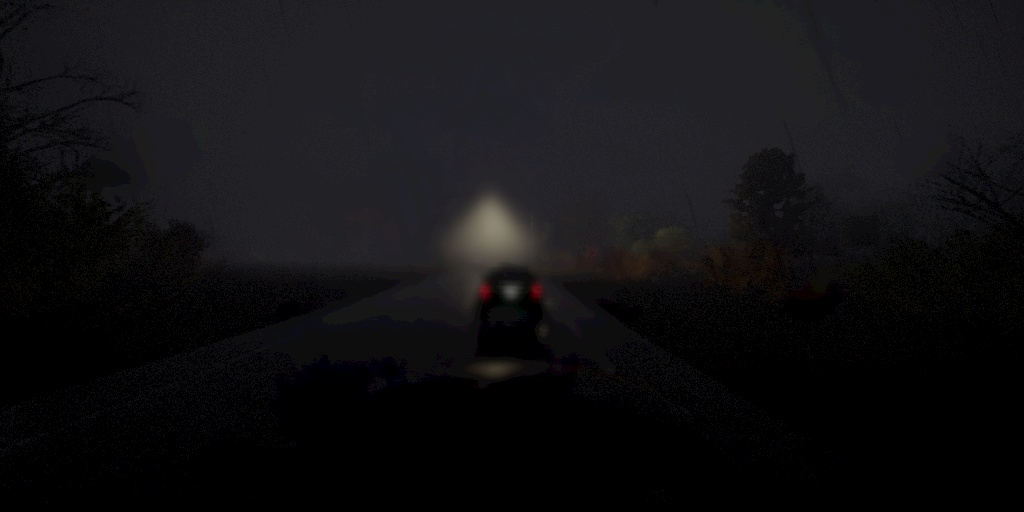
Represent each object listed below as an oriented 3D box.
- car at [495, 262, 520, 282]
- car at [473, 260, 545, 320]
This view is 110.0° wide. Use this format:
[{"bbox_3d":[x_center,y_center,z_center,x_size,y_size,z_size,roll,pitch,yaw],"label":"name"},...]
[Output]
[{"bbox_3d":[-0.361,1.247,29.082,1.812,1.442,4.674,0,0,-1],"label":"car"},{"bbox_3d":[-0.049,1.092,12.768,2.097,1.767,4.553,0,0,-1],"label":"car"}]
